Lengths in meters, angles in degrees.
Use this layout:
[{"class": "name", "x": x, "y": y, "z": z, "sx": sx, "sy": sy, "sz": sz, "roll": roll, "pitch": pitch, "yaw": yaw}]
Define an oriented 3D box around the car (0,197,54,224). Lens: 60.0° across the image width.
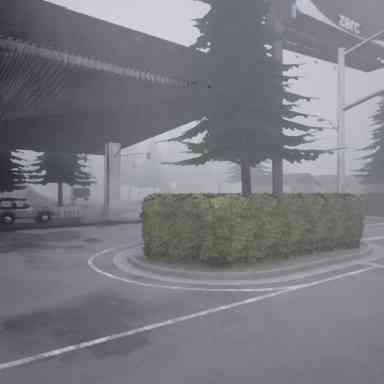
[{"class": "car", "x": -11.961, "y": 1.312, "z": 23.491, "sx": 3.866, "sy": 1.878, "sz": 1.905, "roll": 0, "pitch": 0, "yaw": -36}]
